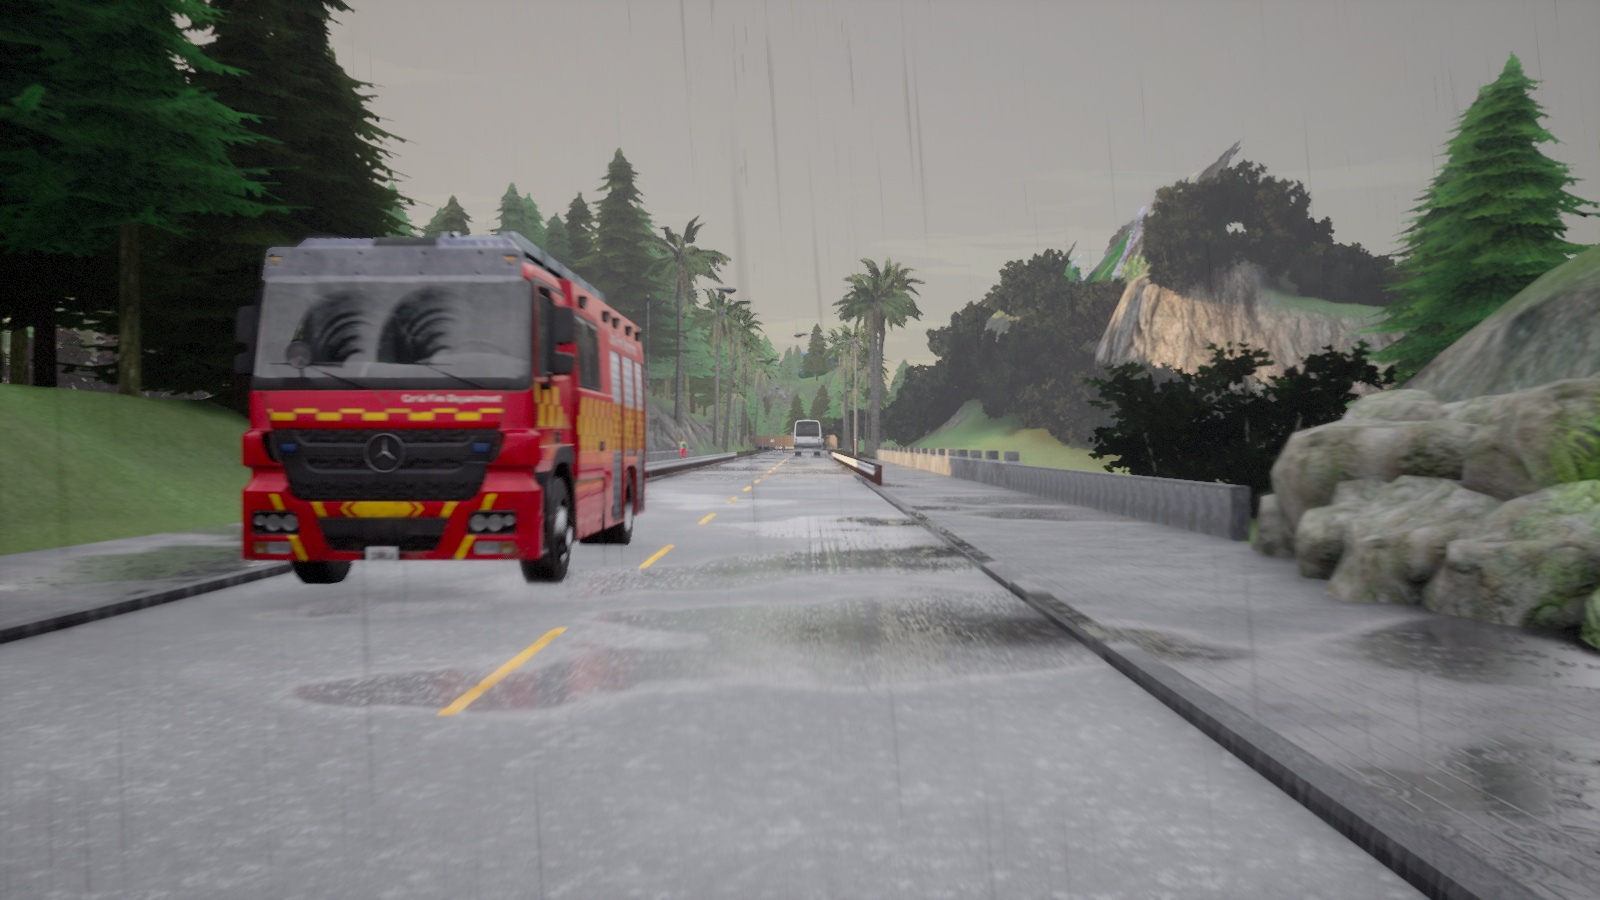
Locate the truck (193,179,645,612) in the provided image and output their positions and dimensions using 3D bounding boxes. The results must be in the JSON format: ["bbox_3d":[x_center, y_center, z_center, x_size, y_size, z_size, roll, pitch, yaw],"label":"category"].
[{"bbox_3d":[-3.895,-0.501,15.334,2.891,3.827,8.468,0,0,0],"label":"truck"}]
